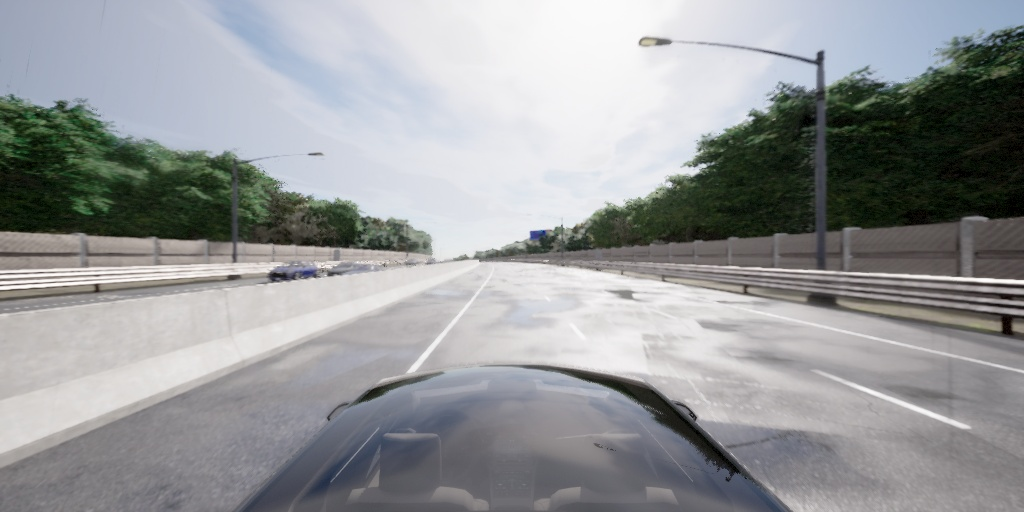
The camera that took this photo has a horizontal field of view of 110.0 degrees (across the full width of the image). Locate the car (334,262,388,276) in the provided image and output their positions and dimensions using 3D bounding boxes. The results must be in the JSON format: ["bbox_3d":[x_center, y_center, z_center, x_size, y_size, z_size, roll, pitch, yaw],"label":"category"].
[{"bbox_3d":[-10.829,1.337,26.835,2.033,1.411,5.357,0,0,-1],"label":"car"}]

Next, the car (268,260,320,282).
[{"bbox_3d":[-17.876,1.153,29.593,2.097,1.767,4.553,0,0,-1],"label":"car"}]

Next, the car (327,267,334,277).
[{"bbox_3d":[-14.418,1.305,31.555,1.837,1.490,4.892,0,-1,-1],"label":"car"}]
